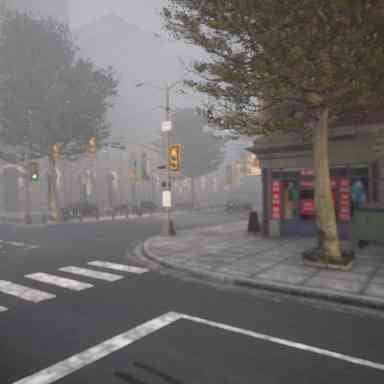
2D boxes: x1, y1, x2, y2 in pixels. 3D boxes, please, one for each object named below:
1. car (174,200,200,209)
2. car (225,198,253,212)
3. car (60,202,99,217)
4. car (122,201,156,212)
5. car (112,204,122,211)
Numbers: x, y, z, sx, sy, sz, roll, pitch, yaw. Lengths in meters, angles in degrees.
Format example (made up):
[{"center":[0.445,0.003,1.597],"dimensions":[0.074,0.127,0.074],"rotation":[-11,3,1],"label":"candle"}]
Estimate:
[{"center":[-0.828,1.970,52.846],"dimensions":[1.895,1.301,4.718],"rotation":[-1,0,36],"label":"car"},{"center":[6.075,1.583,42.439],"dimensions":[2.097,1.767,4.553],"rotation":[-1,0,36],"label":"car"},{"center":[-12.577,1.875,36.573],"dimensions":[1.837,1.490,4.892],"rotation":[-1,0,36],"label":"car"},{"center":[-6.730,1.895,44.657],"dimensions":[1.812,1.442,4.674],"rotation":[-1,0,36],"label":"car"},{"center":[-8.939,2.001,47.000],"dimensions":[1.895,1.301,4.718],"rotation":[-1,0,36],"label":"car"}]
